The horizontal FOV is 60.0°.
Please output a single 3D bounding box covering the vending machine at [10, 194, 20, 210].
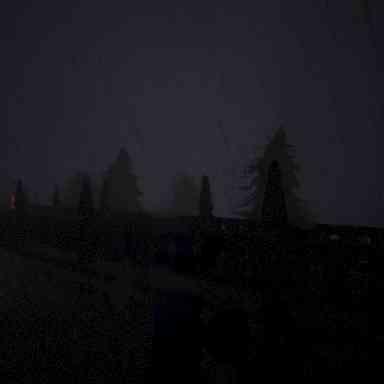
[{"bbox_3d":[-24.173,1.370,45.505,1.100,2.100,0.880,0,0,-18],"label":"vending machine"}]
